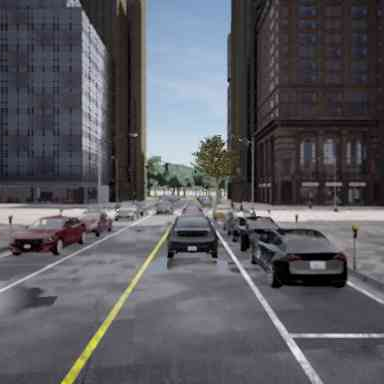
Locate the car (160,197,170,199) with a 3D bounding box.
[{"bbox_3d":[-5.724,2.099,62.357,1.802,1.307,4.206,-1,0,0],"label":"car"}]

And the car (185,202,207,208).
[{"bbox_3d":[0.038,1.824,28.483,1.994,1.385,4.181,0,0,1],"label":"car"}]

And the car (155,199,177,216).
[{"bbox_3d":[-2.990,1.841,37.540,1.837,1.490,4.892,0,-1,0],"label":"car"}]

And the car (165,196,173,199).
[{"bbox_3d":[-5.723,1.870,68.039,2.192,1.841,5.009,-1,0,0],"label":"car"}]

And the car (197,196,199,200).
[{"bbox_3d":[2.818,2.184,85.248,1.752,1.417,4.829,-1,0,0],"label":"car"}]

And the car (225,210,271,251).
[{"bbox_3d":[2.764,1.704,14.570,1.947,1.339,4.313,-1,-1,0],"label":"car"}]

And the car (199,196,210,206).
[{"bbox_3d":[2.801,2.043,62.530,1.752,1.417,4.829,-1,0,0],"label":"car"}]

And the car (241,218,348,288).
[{"bbox_3d":[2.760,1.657,9.366,1.947,1.339,4.313,-1,-1,0],"label":"car"}]

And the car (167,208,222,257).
[{"bbox_3d":[0.028,1.636,13.503,1.837,1.490,4.892,0,0,0],"label":"car"}]

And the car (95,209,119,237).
[{"bbox_3d":[-5.757,1.763,19.253,1.802,1.307,4.206,-1,-1,0],"label":"car"}]

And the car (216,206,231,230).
[{"bbox_3d":[2.768,1.736,19.771,2.008,1.369,4.403,-1,0,0],"label":"car"}]

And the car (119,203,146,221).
[{"bbox_3d":[-5.749,1.824,30.009,2.008,1.369,4.403,-1,0,0],"label":"car"}]

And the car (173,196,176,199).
[{"bbox_3d":[-5.714,1.940,79.398,2.192,1.841,5.009,-1,0,0],"label":"car"}]

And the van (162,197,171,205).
[{"bbox_3d":[-5.718,1.932,73.719,1.690,1.788,3.998,-1,0,0],"label":"van"}]

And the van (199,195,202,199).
[{"bbox_3d":[2.803,1.895,68.041,1.690,1.788,3.998,-1,0,0],"label":"van"}]

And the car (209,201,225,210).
[{"bbox_3d":[2.776,1.801,30.347,1.752,1.417,4.829,-1,0,0],"label":"car"}]

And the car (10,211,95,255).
[{"bbox_3d":[-5.762,1.677,13.876,1.887,1.381,4.507,-1,-1,0],"label":"car"}]

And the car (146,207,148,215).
[{"bbox_3d":[-5.745,1.882,35.388,1.947,1.339,4.313,-1,0,0],"label":"car"}]
